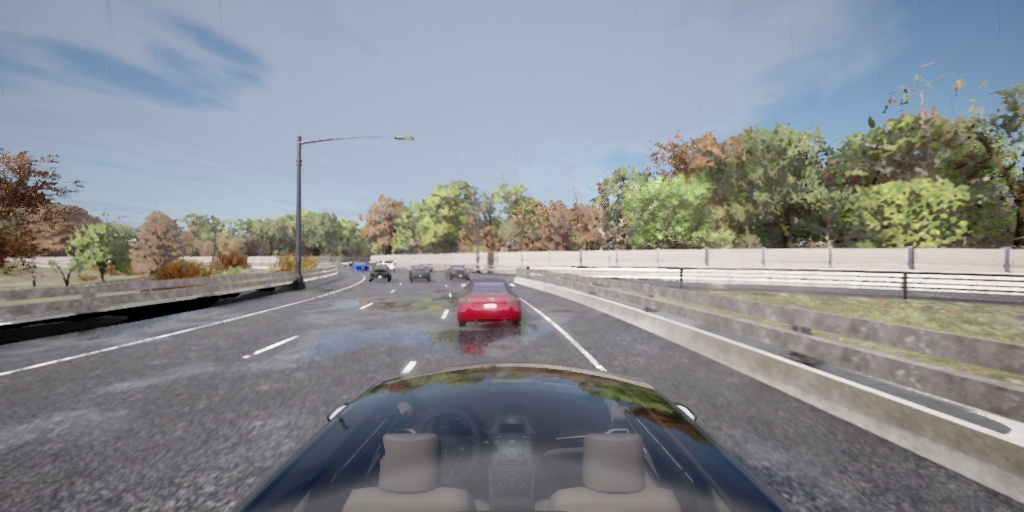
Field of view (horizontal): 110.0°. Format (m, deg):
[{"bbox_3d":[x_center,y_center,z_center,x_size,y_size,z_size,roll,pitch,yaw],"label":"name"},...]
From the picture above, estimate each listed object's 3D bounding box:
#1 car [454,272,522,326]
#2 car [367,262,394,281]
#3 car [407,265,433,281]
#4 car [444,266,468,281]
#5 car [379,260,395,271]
[{"bbox_3d":[-0.815,1.432,12.309,1.994,1.385,4.181,0,-1,-5],"label":"car"},{"bbox_3d":[-12.698,1.633,34.773,1.837,1.490,4.892,0,0,-18],"label":"car"},{"bbox_3d":[-8.961,1.610,34.545,2.128,1.511,4.902,0,-1,-18],"label":"car"},{"bbox_3d":[-5.344,1.644,34.679,1.812,1.442,4.674,0,0,-17],"label":"car"},{"bbox_3d":[-21.673,1.649,61.262,2.150,2.045,5.566,1,-1,-33],"label":"car"}]
